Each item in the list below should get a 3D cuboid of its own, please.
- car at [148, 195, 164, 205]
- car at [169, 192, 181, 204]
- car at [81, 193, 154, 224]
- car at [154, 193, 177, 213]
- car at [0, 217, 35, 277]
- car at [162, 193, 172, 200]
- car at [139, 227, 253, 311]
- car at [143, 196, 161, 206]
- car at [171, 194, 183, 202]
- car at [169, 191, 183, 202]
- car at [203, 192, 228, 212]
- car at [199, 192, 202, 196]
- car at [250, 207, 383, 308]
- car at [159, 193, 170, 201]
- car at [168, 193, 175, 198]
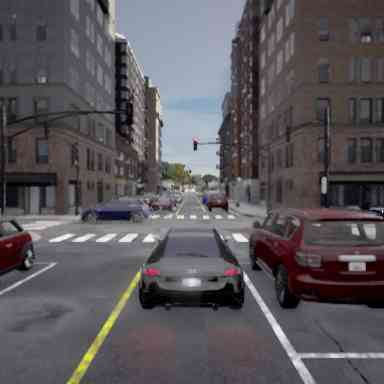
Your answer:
[{"bbox_3d":[-5.483,1.141,51.238,2.008,1.369,4.403,0,0,0],"label":"car"},{"bbox_3d":[-2.888,1.146,43.312,2.128,1.511,4.902,0,0,0],"label":"car"},{"bbox_3d":[-5.173,1.179,22.807,4.553,1.767,2.097,0,1,0],"label":"car"},{"bbox_3d":[-2.891,1.208,33.758,1.882,1.535,5.008,0,0,0],"label":"car"},{"bbox_3d":[-5.397,1.378,7.671,1.967,1.590,4.097,0,0,0],"label":"car"},{"bbox_3d":[-5.505,0.959,73.252,1.887,1.381,4.507,0,0,0],"label":"car"},{"bbox_3d":[0.015,1.502,7.707,1.994,1.385,4.181,0,0,1],"label":"car"},{"bbox_3d":[-5.478,1.200,45.734,1.947,1.339,4.313,0,0,0],"label":"car"},{"bbox_3d":[-2.840,1.054,63.720,1.994,1.385,4.181,0,1,1],"label":"car"},{"bbox_3d":[-2.839,0.792,53.351,2.150,2.045,5.566,0,1,1],"label":"car"},{"bbox_3d":[2.654,1.038,34.737,2.192,1.841,5.009,0,0,0],"label":"car"},{"bbox_3d":[2.618,0.906,51.248,2.192,1.841,5.009,0,0,0],"label":"car"},{"bbox_3d":[2.628,1.253,7.682,2.192,1.841,5.009,0,0,0],"label":"car"},{"bbox_3d":[-5.500,1.003,67.748,1.887,1.381,4.507,0,0,0],"label":"car"},{"bbox_3d":[-5.521,0.864,89.763,1.802,1.307,4.206,0,0,0],"label":"car"}]
